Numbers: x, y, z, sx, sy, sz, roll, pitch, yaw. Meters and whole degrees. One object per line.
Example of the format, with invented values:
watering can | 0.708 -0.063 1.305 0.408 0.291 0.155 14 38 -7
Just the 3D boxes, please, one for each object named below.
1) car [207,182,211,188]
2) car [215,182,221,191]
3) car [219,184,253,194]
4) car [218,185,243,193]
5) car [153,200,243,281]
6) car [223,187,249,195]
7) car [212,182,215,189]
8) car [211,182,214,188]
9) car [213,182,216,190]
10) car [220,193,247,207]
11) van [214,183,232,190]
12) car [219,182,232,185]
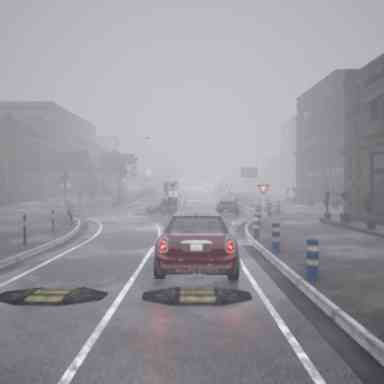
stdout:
car | 7.801 -1.668 92.253 5.566 2.045 2.435 0 2 -1
car | 8.145 -0.719 67.463 5.566 2.045 2.435 0 3 -1
car | 8.025 -0.089 59.213 5.366 1.575 1.946 0 3 -1
car | 8.089 -0.588 70.227 5.008 1.535 2.097 0 2 -1
car | 0.135 1.287 9.875 2.097 1.767 4.553 0 1 1
car | 8.183 -0.177 61.971 4.674 1.452 2.002 0 3 -1
car | 7.927 -1.002 81.243 4.792 1.488 2.163 0 2 -1
car | 7.931 -1.133 83.996 5.008 1.535 2.097 0 2 -1
car | 7.996 -0.925 78.489 4.892 1.521 2.231 0 2 -1
car | 3.259 1.144 28.254 1.837 1.490 4.892 1 1 14
van | 8.011 -1.453 86.622 4.442 1.987 1.878 0 2 -1
car | 8.116 -0.470 64.716 4.553 1.767 2.185 0 3 -1
